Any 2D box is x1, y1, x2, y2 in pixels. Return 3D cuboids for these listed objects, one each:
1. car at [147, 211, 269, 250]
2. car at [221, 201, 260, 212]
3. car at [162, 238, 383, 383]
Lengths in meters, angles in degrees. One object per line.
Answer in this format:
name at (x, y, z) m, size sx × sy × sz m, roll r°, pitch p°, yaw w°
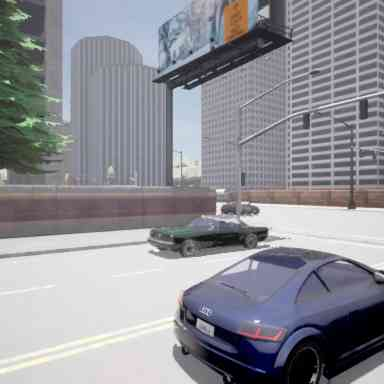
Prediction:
car at (0.697, 1.601, 12.885) m, size 4.718 × 1.301 × 1.895 m, roll 0°, pitch 0°, yaw -34°
car at (4.732, 1.564, 32.797) m, size 1.994 × 1.385 × 4.181 m, roll 0°, pitch 0°, yaw -35°
car at (1.796, 1.564, 5.074) m, size 4.181 × 1.385 × 1.994 m, roll 0°, pitch 0°, yaw -35°
